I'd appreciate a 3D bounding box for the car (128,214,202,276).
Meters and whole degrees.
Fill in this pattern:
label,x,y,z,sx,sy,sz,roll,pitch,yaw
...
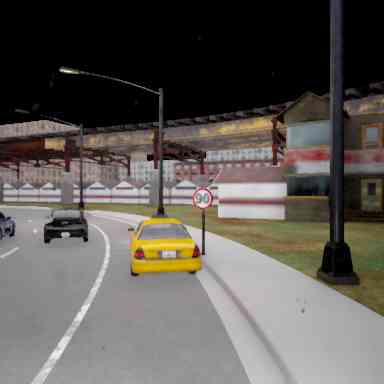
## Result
label,x,y,z,sx,sy,sz,roll,pitch,yaw
car,-1.018,1.456,10.389,1.801,1.575,5.366,0,0,-11

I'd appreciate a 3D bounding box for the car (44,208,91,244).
label,x,y,z,sx,sy,sz,roll,pitch,yaw
car,-5.972,1.517,16.041,1.837,1.490,4.892,0,0,-18

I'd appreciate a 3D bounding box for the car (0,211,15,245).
label,x,y,z,sx,sy,sz,roll,pitch,yaw
car,-9.298,1.533,14.953,1.812,1.442,4.674,0,0,-18
